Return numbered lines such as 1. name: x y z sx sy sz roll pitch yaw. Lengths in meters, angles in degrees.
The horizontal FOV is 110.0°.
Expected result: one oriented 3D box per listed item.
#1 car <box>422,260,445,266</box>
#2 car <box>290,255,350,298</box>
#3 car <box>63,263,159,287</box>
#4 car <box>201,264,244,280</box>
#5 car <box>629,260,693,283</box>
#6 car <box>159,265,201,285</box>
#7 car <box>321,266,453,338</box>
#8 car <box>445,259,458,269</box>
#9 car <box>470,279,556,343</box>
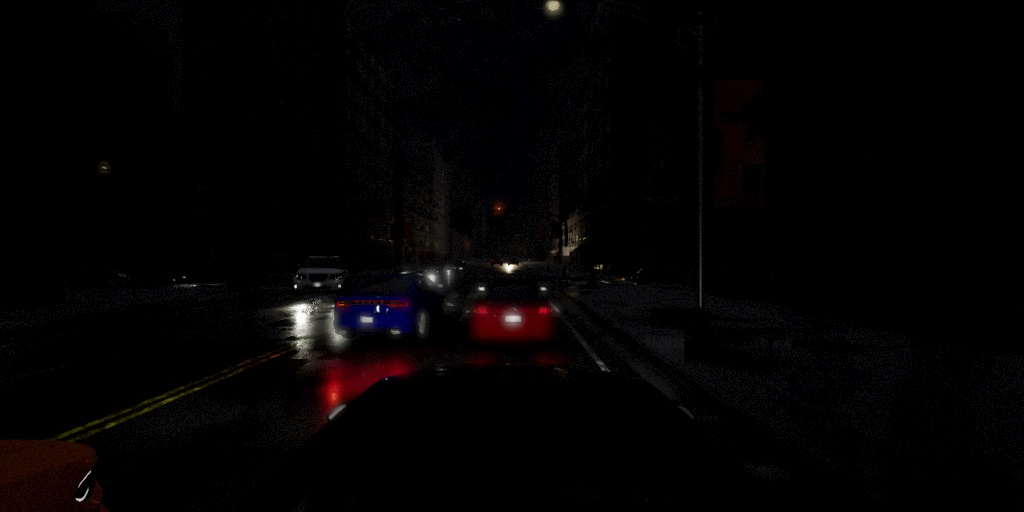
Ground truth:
1. car: -9.708 1.350 42.554 1.895 1.301 4.718 0 0 0
2. car: -9.987 0.966 19.168 2.150 2.045 5.566 2 0 -21
3. car: -25.346 1.172 22.531 4.097 1.591 1.967 0 0 0
4. car: -25.276 1.330 30.556 4.313 1.339 1.948 0 0 0
5. car: 11.637 1.140 28.083 4.553 1.767 2.097 0 0 2
6. car: -24.903 1.306 25.068 4.181 1.385 1.994 0 0 0
7. car: -3.119 1.228 10.202 1.882 1.535 5.008 0 0 0
8. car: -9.668 1.251 52.813 1.837 1.490 4.892 0 0 0
9. car: 0.031 1.314 9.674 1.994 1.385 4.181 0 0 0
